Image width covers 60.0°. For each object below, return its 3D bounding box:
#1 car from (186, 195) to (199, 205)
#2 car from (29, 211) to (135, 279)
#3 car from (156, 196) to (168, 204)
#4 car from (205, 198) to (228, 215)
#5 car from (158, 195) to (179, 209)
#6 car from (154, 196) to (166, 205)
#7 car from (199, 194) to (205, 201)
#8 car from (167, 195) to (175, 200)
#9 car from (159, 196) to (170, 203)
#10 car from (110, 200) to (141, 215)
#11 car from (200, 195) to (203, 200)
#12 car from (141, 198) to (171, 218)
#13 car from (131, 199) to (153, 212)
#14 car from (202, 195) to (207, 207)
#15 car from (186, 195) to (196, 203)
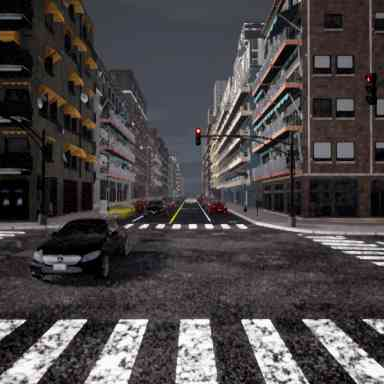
[{"bbox_3d":[-0.201,1.613,59.861,1.895,1.301,4.718,0,0,0],"label":"car"},{"bbox_3d":[-3.135,1.527,10.194,1.812,1.442,4.674,0,0,0],"label":"car"},{"bbox_3d":[-5.908,1.566,66.706,2.008,1.369,4.403,1,0,0],"label":"car"},{"bbox_3d":[2.585,1.550,33.579,1.887,1.381,4.507,1,0,0],"label":"car"},{"bbox_3d":[-3.246,1.359,44.077,2.097,1.767,4.553,0,0,0],"label":"car"},{"bbox_3d":[-5.889,1.538,61.013,1.752,1.417,4.829,1,0,0],"label":"car"},{"bbox_3d":[2.724,1.373,81.893,2.097,1.767,4.553,0,0,0],"label":"car"},{"bbox_3d":[-6.001,1.579,94.323,2.008,1.369,4.403,1,0,0],"label":"car"},{"bbox_3d":[-5.927,1.562,72.230,1.887,1.381,4.507,1,0,0],"label":"car"},{"bbox_3d":[-5.776,1.529,27.872,1.752,1.417,4.829,1,0,0],"label":"car"},{"bbox_3d":[2.528,1.591,50.150,1.802,1.307,4.206,1,0,0],"label":"car"},{"bbox_3d":[-3.201,1.511,30.061,1.837,1.490,4.892,0,0,0],"label":"car"},{"bbox_3d":[-5.815,1.551,39.089,1.887,1.381,4.507,1,0,0],"label":"car"},{"bbox_3d":[2.567,1.447,39.103,1.967,1.590,4.097,1,0,0],"label":"car"},{"bbox_3d":[-0.235,1.472,69.837,2.128,1.511,4.902,0,0,0],"label":"car"}]
